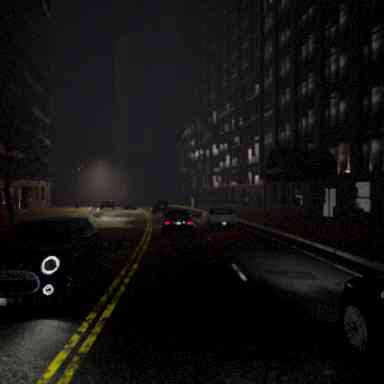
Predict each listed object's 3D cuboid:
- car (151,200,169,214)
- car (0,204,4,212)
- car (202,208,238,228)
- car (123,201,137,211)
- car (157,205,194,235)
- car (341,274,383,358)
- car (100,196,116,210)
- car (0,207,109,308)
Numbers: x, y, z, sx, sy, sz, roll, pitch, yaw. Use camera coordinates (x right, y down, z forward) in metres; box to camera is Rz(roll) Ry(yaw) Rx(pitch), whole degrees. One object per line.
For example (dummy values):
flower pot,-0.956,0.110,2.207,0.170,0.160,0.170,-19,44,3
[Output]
car,-3.756,1.707,39.931,2.097,1.767,4.553,0,0,-10
car,-6.866,1.314,8.650,2.150,2.045,5.566,0,-1,-3
car,1.885,1.808,24.193,1.895,1.301,4.718,0,0,-6
car,-9.180,1.996,49.369,2.033,1.411,5.357,0,0,-13
car,-0.947,1.729,20.096,2.033,1.411,5.357,0,-1,-5
car,3.244,1.517,3.269,2.128,1.511,4.902,0,0,-1
car,-13.135,1.710,51.932,2.150,2.045,5.566,0,-1,-13
car,-3.630,1.434,8.318,2.097,1.767,4.553,0,-1,-3
